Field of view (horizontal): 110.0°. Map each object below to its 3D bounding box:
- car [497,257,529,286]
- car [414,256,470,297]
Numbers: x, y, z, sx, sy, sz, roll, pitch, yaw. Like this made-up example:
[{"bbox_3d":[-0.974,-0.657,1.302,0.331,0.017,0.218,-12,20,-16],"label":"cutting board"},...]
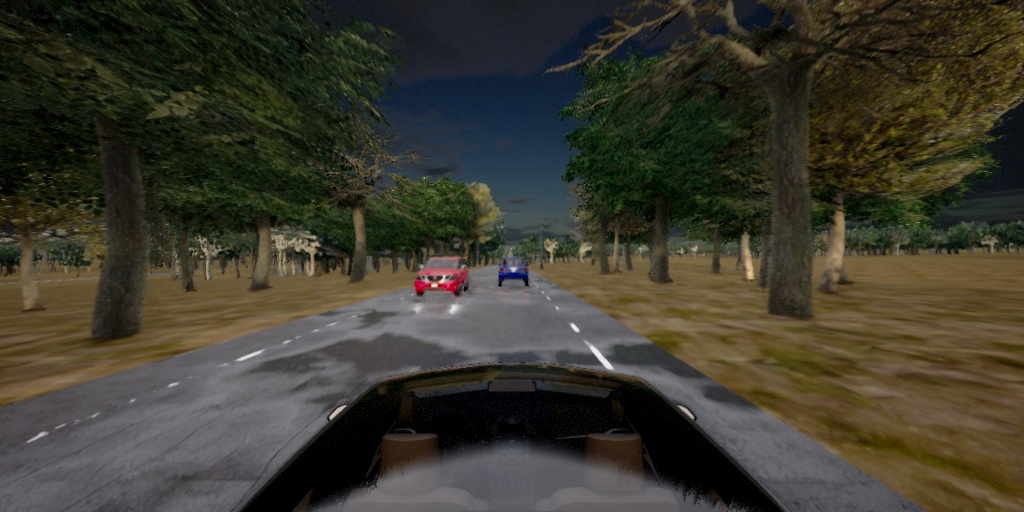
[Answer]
[{"bbox_3d":[0.104,1.065,26.740,2.150,2.045,5.566,0,0,0],"label":"car"},{"bbox_3d":[-3.589,1.017,19.391,2.150,2.045,5.566,0,0,0],"label":"car"}]
